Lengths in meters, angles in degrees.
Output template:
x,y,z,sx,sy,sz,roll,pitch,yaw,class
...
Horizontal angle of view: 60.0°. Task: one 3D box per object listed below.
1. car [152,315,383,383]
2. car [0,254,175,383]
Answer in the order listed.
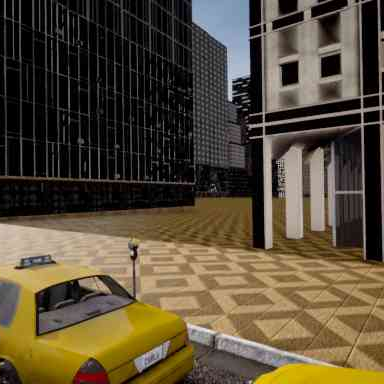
x,y,z,sx,sy,sz,roll,pitch,yaw,class
2.247,1.525,1.291,4.829,1.417,1.752,0,-1,35,car
-2.256,1.527,4.487,4.829,1.417,1.752,0,-1,35,car
